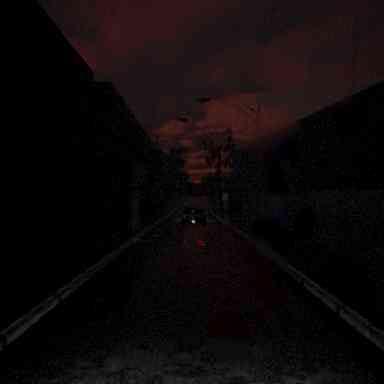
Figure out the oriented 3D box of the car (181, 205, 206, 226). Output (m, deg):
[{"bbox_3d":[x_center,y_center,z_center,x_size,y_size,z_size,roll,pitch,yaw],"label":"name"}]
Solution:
[{"bbox_3d":[0.097,1.950,26.744,1.895,1.301,4.718,0,-1,0],"label":"car"}]
